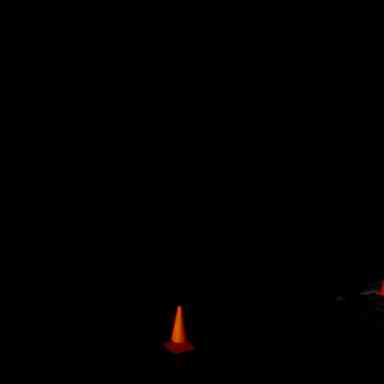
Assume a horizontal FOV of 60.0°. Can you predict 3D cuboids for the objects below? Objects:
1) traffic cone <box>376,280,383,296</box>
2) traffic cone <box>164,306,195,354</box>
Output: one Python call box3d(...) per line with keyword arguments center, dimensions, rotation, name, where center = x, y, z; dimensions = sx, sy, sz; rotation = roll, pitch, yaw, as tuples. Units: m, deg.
box3d(center=(4.351, 1.989, 7.406), dimensions=(0.340, 0.580, 0.340), rotation=(0, 0, -27), name="traffic cone")
box3d(center=(-0.176, 1.949, 4.825), dimensions=(0.340, 0.580, 0.340), rotation=(1, 0, -32), name="traffic cone")
